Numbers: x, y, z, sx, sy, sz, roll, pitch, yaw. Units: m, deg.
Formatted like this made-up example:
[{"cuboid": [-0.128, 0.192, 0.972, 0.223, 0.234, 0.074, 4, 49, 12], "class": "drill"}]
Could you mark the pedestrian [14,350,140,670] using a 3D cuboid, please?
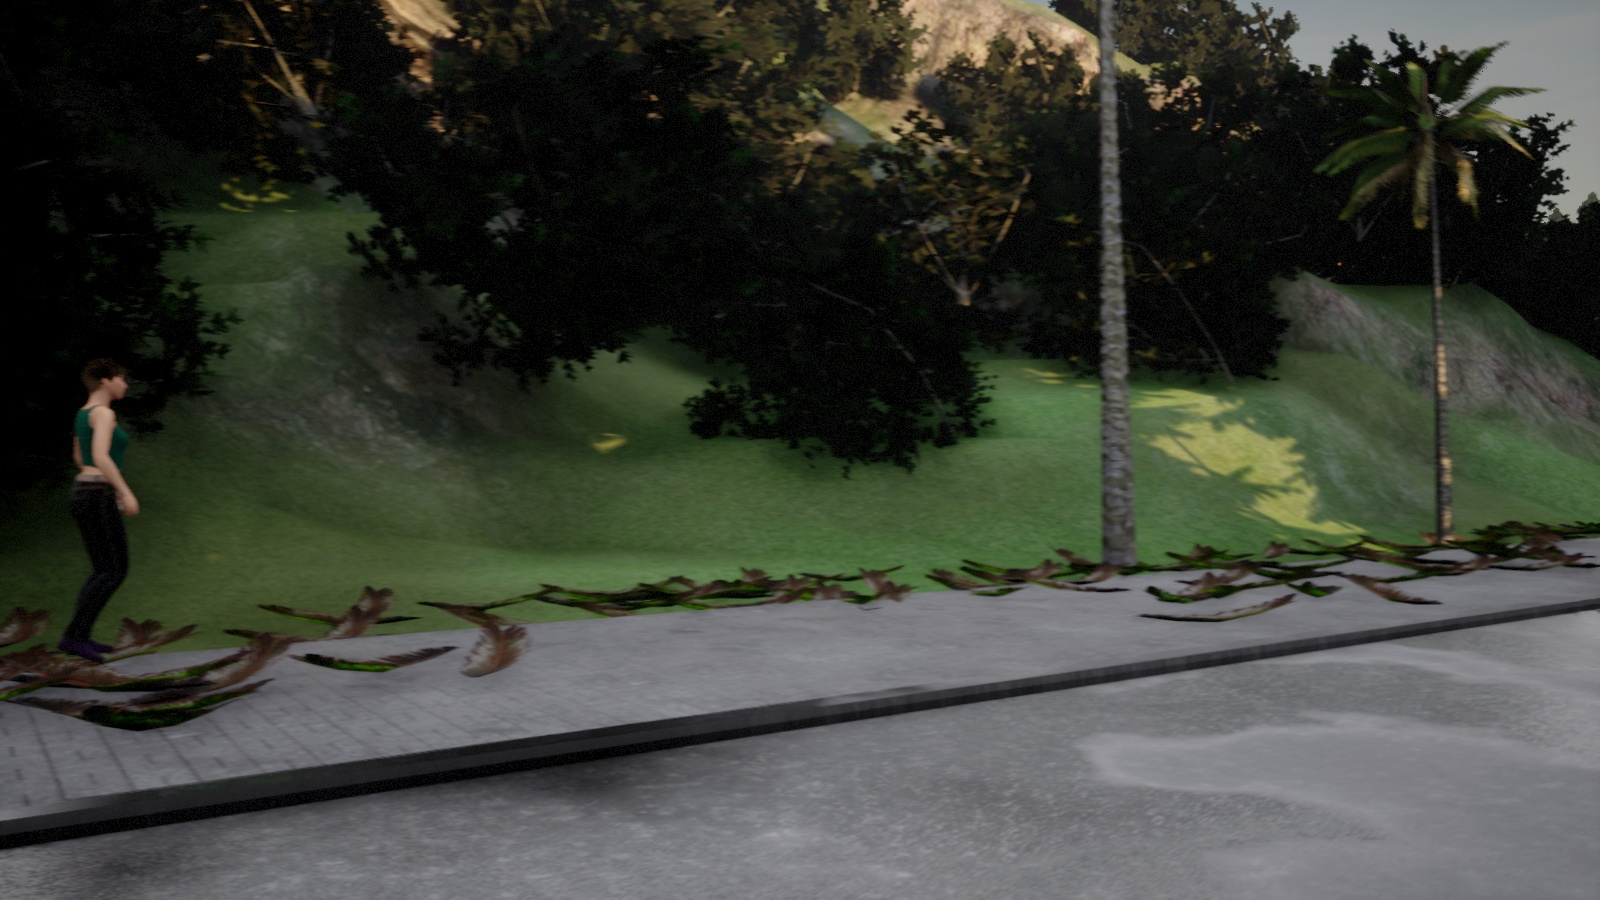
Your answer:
[{"cuboid": [-4.340, 0.345, 7.546, 0.594, 1.836, 0.345, 0, 0, -43], "class": "pedestrian"}]
